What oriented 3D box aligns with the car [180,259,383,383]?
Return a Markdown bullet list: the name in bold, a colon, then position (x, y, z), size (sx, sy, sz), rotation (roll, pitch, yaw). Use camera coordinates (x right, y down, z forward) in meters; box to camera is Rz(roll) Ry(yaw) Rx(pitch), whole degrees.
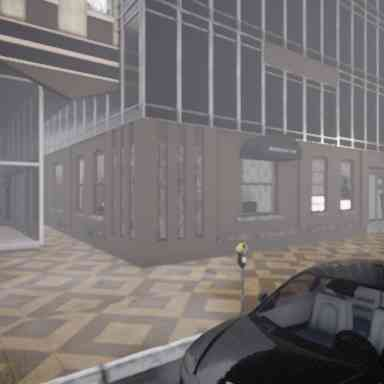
- **car**: position (1.905, 1.564, 3.810), size (4.313, 1.339, 1.947), rotation (0, 0, -36)
